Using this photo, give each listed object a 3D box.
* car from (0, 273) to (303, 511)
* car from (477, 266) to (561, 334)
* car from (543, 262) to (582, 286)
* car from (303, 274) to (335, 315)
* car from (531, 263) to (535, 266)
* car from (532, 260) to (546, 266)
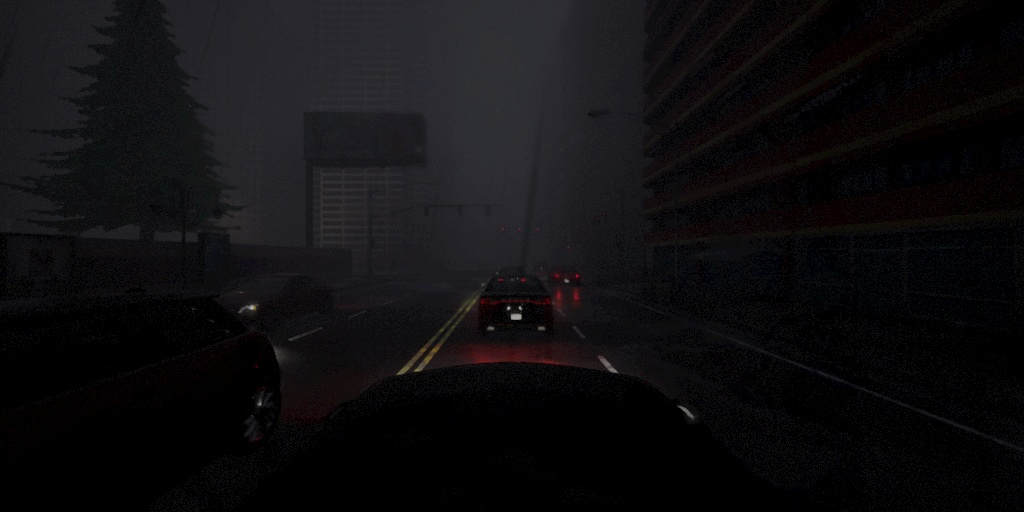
[{"bbox_3d":[-3.596,1.102,2.048,2.097,1.767,4.553,0,0,0],"label":"car"},{"bbox_3d":[0.090,1.218,10.562,1.882,1.535,5.008,0,0,0],"label":"car"},{"bbox_3d":[3.555,1.326,25.286,1.895,1.301,4.718,0,0,0],"label":"car"},{"bbox_3d":[-7.097,1.265,10.819,1.812,1.442,4.674,0,0,0],"label":"car"},{"bbox_3d":[0.036,1.277,21.030,2.033,1.411,5.357,0,0,0],"label":"car"},{"bbox_3d":[3.549,1.208,45.531,1.837,1.490,4.892,0,0,0],"label":"car"}]
